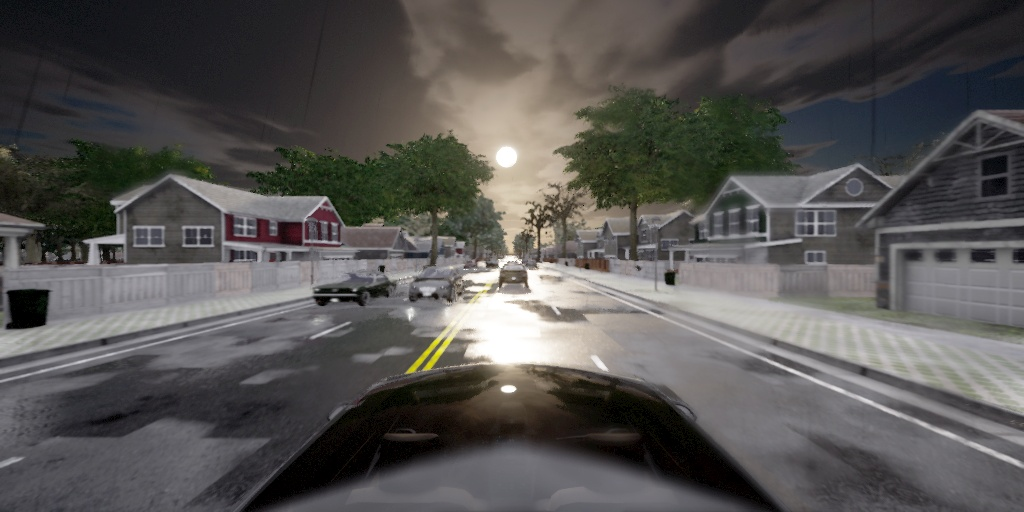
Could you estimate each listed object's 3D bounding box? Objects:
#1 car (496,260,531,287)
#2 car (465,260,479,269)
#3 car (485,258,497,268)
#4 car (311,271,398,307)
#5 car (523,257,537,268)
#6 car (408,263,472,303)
[{"bbox_3d":[0.103,1.228,24.674,1.882,1.535,5.008,0,0,0],"label":"car"},{"bbox_3d":[-6.532,1.318,58.165,1.812,1.442,4.674,0,0,1],"label":"car"},{"bbox_3d":[-3.273,1.149,60.085,2.097,1.767,4.553,0,0,1],"label":"car"},{"bbox_3d":[-6.600,1.349,15.576,1.895,1.301,4.718,0,0,0],"label":"car"},{"bbox_3d":[3.362,1.297,63.713,2.128,1.511,4.902,0,0,0],"label":"car"},{"bbox_3d":[-3.349,1.240,16.629,2.128,1.511,4.902,0,0,0],"label":"car"}]
